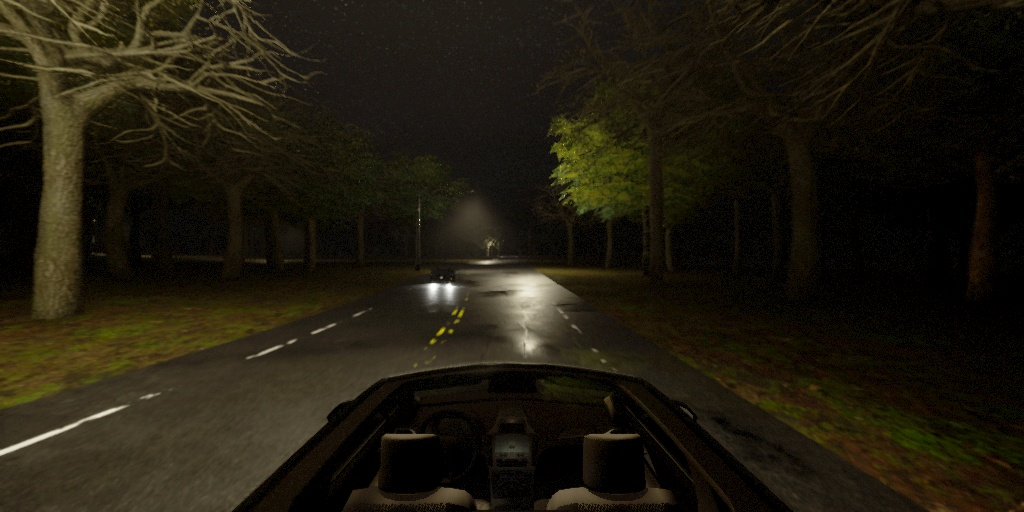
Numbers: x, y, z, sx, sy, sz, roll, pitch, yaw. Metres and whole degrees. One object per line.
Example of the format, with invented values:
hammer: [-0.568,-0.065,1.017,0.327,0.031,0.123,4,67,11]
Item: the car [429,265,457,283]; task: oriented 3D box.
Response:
car: [-5.453,1.406,28.625,1.994,1.385,4.181,0,0,-7]
